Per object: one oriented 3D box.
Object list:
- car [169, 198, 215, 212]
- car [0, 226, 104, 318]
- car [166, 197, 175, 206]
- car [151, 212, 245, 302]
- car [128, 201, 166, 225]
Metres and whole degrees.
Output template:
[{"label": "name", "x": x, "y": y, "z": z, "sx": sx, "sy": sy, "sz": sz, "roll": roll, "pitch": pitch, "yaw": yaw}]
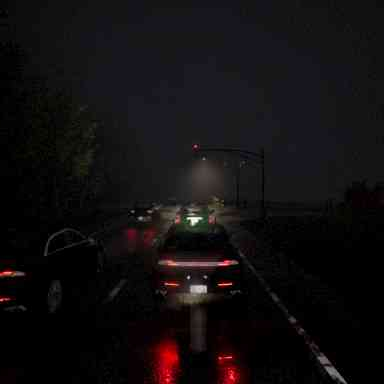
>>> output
[{"label": "car", "x": 0.132, "y": 1.356, "z": 17.420, "sx": 2.097, "sy": 1.767, "sz": 4.553, "roll": 0, "pitch": 0, "yaw": 0}, {"label": "car", "x": -3.385, "y": 1.493, "z": 7.416, "sx": 2.128, "sy": 1.511, "sz": 4.902, "roll": 0, "pitch": 0, "yaw": 0}, {"label": "car", "x": -3.299, "y": 1.553, "z": 53.548, "sx": 2.033, "sy": 1.411, "sz": 5.357, "roll": 0, "pitch": 0, "yaw": 0}, {"label": "car", "x": 0.116, "y": 1.494, "z": 8.270, "sx": 2.128, "sy": 1.511, "sz": 4.902, "roll": 0, "pitch": 0, "yaw": 0}, {"label": "car", "x": -3.355, "y": 1.498, "z": 24.177, "sx": 2.128, "sy": 1.511, "sz": 4.902, "roll": 0, "pitch": 0, "yaw": 0}]
